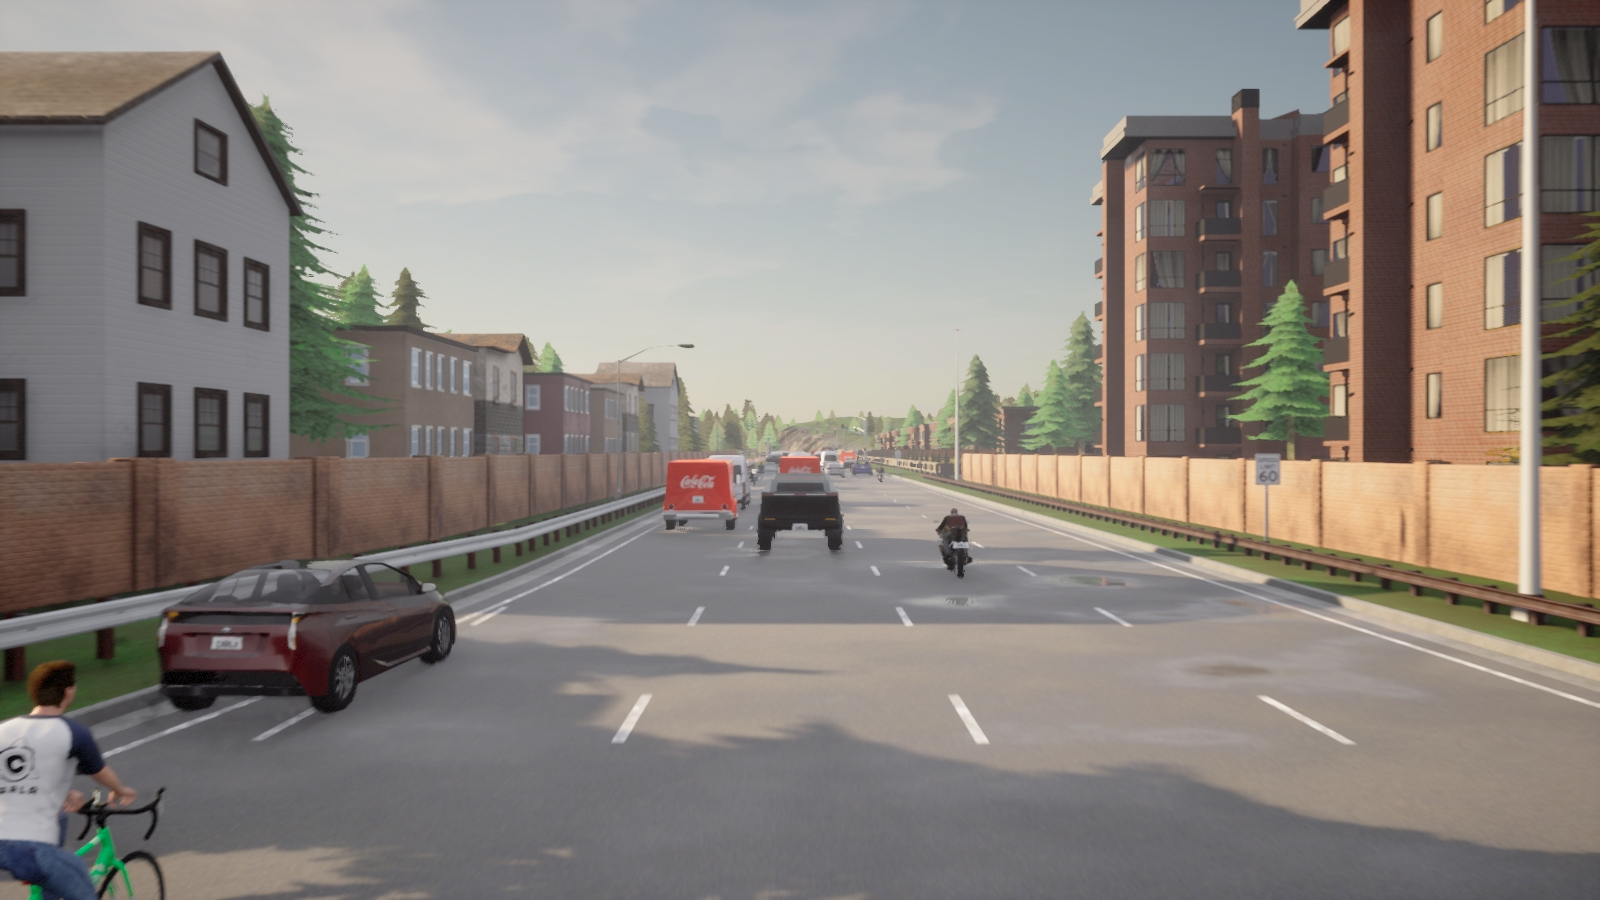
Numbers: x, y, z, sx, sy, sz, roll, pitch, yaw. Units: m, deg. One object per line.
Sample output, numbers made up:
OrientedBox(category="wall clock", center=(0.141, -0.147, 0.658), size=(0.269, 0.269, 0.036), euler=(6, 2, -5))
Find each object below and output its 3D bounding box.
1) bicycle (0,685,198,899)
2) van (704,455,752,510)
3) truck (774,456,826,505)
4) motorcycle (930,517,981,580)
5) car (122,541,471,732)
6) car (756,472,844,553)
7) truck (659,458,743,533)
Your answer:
OrientedBox(category="bicycle", center=(-3.551, 2.056, 5.545), size=(0.373, 1.496, 1.643), euler=(0, 0, 1))
OrientedBox(category="van", center=(-3.501, 1.535, 56.224), size=(1.988, 2.561, 5.915), euler=(0, 0, 0))
OrientedBox(category="truck", center=(0.004, 1.568, 61.261), size=(2.627, 2.467, 5.204), euler=(0, 0, 0))
OrientedBox(category="motorcycle", center=(3.505, 2.205, 25.909), size=(0.867, 1.251, 2.209), euler=(0, 0, 0))
OrientedBox(category="car", center=(-5.677, 2.040, 13.654), size=(2.007, 1.525, 4.514), euler=(0, 0, 3))
OrientedBox(category="car", center=(0.008, 1.754, 34.226), size=(2.390, 2.098, 6.274), euler=(0, 0, 0))
OrientedBox(category="truck", center=(-3.490, 1.572, 41.545), size=(2.627, 2.467, 5.204), euler=(0, 0, 0))
